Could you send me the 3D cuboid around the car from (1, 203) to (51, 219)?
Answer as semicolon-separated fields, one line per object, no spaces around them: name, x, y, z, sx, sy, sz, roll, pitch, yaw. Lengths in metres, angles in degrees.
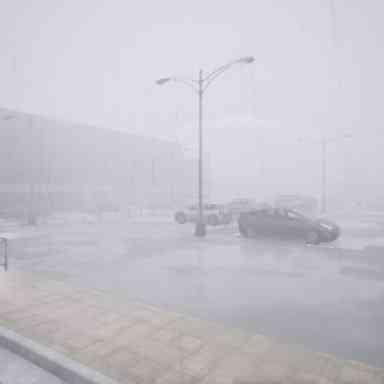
car;-15.376;1.740;30.987;1.994;1.385;4.181;0;0;35

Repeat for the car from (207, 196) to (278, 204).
car;4.167;1.345;27.866;5.027;1.636;2.152;0;0;35

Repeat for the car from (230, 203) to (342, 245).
car;4.378;1.490;15.379;4.514;1.523;2.007;0;0;35

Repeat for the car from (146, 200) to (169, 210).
car;-4.523;1.740;46.326;1.994;1.385;4.181;0;0;36

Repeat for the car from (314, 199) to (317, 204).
car;12.883;1.289;40.931;4.605;1.855;1.932;0;0;35

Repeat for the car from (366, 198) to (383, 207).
car;28.055;1.576;49.322;3.806;1.475;1.970;0;0;35

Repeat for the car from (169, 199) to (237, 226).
car;0.731;1.424;22.436;3.806;1.475;1.970;0;0;35

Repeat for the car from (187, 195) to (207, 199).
car;1.279;1.393;48.144;2.150;2.045;5.566;0;-1;36

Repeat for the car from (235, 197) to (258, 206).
car;10.013;1.668;60.538;2.128;1.511;4.902;0;0;35

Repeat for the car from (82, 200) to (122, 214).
car;-10.302;1.681;38.172;1.837;1.490;4.892;0;0;35

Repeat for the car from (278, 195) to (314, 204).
car;11.544;1.268;38.320;3.866;1.878;1.905;0;0;35

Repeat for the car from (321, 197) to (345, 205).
car;23.710;1.565;56.035;3.633;1.501;1.845;0;0;35
